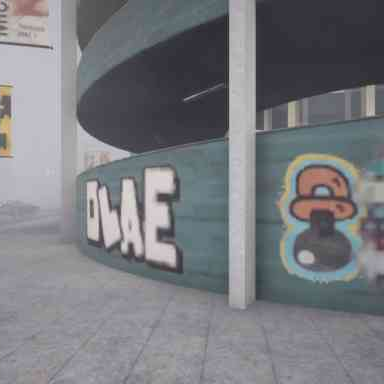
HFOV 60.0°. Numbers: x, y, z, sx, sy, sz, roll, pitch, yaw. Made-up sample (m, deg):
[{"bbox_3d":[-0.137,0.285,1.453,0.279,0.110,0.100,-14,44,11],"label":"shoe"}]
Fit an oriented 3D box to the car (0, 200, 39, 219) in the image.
[{"bbox_3d":[-15.576,1.494,29.623,2.128,1.511,4.902,0,0,4],"label":"car"}]
